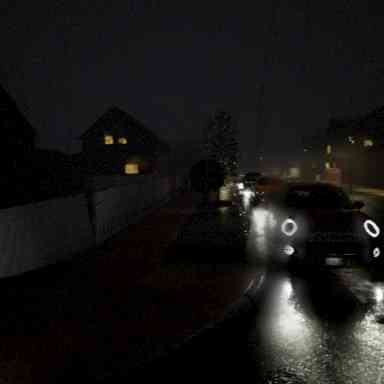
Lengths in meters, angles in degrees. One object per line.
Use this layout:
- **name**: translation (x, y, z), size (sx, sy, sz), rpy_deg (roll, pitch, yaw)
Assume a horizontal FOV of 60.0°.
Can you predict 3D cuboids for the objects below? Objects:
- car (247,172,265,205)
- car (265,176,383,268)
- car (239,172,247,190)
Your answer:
- **car**: translation (4.482, -0.199, 19.405), size (1.882, 1.535, 5.008), rpy_deg (-1, 5, 6)
- **car**: translation (3.109, 0.569, 8.556), size (2.097, 1.767, 4.553), rpy_deg (0, 5, 10)
- **car**: translation (5.617, -1.113, 30.681), size (1.882, 1.535, 5.008), rpy_deg (-1, 4, 6)
